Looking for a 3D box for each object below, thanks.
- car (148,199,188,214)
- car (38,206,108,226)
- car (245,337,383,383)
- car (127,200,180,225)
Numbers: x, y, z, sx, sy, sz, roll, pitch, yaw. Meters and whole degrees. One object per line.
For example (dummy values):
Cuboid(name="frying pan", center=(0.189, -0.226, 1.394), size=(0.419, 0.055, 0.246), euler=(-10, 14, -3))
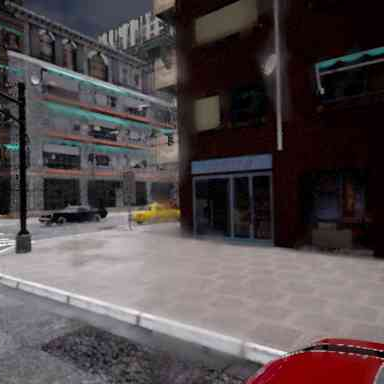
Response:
Cuboid(name="car", center=(-2.585, 1.578, 36.643), size=(1.887, 1.381, 4.507), euler=(-1, 0, 36))
Cuboid(name="car", center=(-8.567, 1.688, 24.133), size=(1.895, 1.301, 4.718), euler=(-2, -1, 36))
Cuboid(name="car", center=(1.999, 1.432, 1.525), size=(4.097, 1.590, 1.967), euler=(-1, -1, 35))
Cuboid(name="car", center=(-2.301, 1.428, 22.875), size=(1.752, 1.417, 4.829), euler=(-1, 0, 36))
